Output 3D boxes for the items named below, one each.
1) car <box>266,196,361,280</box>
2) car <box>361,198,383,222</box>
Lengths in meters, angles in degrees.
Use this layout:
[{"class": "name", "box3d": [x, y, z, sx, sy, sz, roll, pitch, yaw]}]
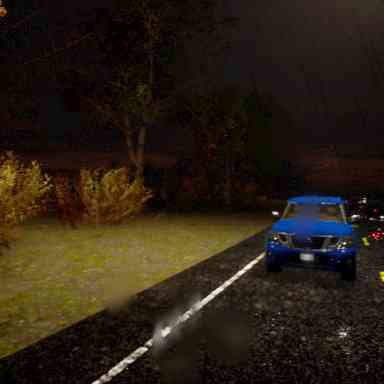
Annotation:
[{"class": "car", "box3d": [3.855, 1.186, 10.406, 2.150, 2.045, 5.566, 1, 0, 24]}, {"class": "car", "box3d": [14.221, 1.479, 25.483, 1.837, 1.490, 4.892, 1, 1, 22]}]
